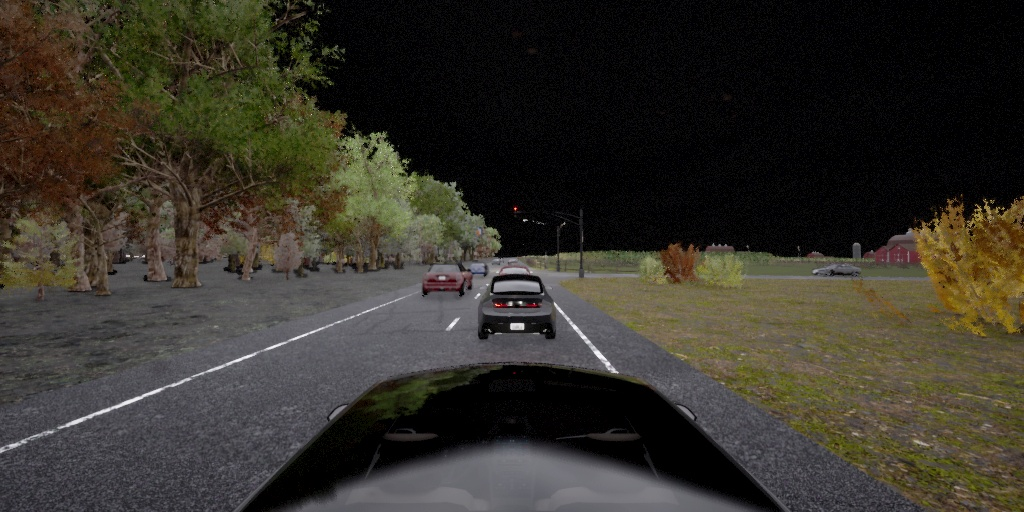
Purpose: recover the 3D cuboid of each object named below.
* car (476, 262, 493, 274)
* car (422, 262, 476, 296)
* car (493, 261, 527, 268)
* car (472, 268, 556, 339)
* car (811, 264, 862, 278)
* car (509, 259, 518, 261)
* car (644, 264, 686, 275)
[{"bbox_3d":[-3.342,1.304,36.178,2.033,1.411,5.357,0,0,0],"label":"car"},{"bbox_3d":[-3.370,1.106,19.473,2.097,1.767,4.553,0,0,0],"label":"car"},{"bbox_3d":[0.134,1.232,19.424,1.882,1.535,5.008,0,0,0],"label":"car"},{"bbox_3d":[0.115,1.257,10.061,1.837,1.490,4.892,0,0,0],"label":"car"},{"bbox_3d":[37.903,1.711,41.995,4.902,1.511,2.128,1,-1,0],"label":"car"},{"bbox_3d":[0.228,1.247,58.070,2.128,1.511,4.902,0,0,-1],"label":"car"},{"bbox_3d":[18.009,1.495,42.145,4.902,1.511,2.128,1,-1,1],"label":"car"}]
